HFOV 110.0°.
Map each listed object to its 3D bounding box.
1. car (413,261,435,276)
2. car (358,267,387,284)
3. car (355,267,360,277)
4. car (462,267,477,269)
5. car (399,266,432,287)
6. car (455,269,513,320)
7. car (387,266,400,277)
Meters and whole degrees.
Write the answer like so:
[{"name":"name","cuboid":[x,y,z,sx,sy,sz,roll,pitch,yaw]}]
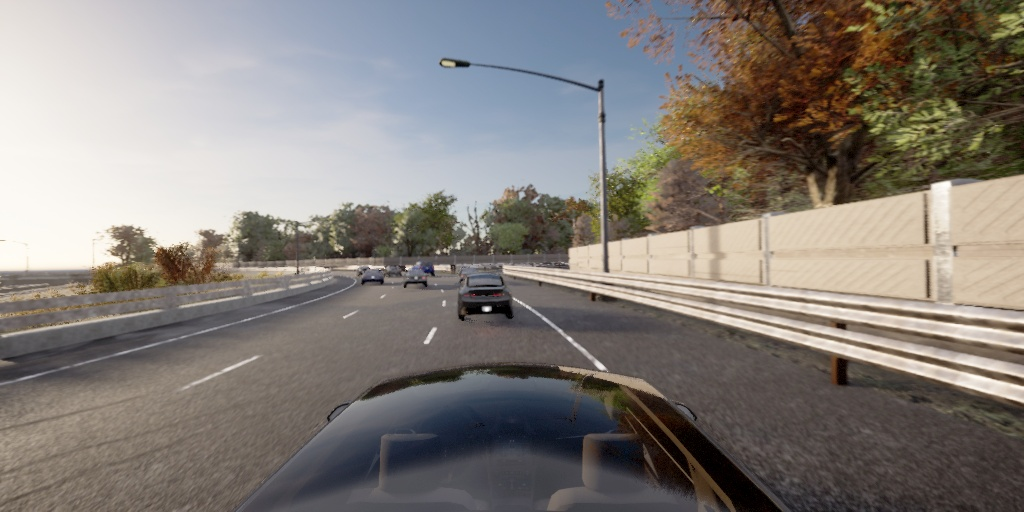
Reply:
[{"name":"car","cuboid":[-12.364,1.771,49.819,2.150,2.045,5.566,-1,-1,-26]},{"name":"car","cuboid":[-13.530,1.971,34.927,1.994,1.385,4.181,-1,-1,-20]},{"name":"car","cuboid":[-21.443,2.267,51.793,1.837,1.490,4.892,-1,-1,-30]},{"name":"car","cuboid":[-3.790,1.717,31.953,2.033,1.411,5.357,-1,-1,-9]},{"name":"car","cuboid":[-8.056,1.783,29.839,2.033,1.411,5.357,-1,-1,-16]},{"name":"car","cuboid":[-1.071,1.411,13.541,1.837,1.490,4.892,-1,0,-7]},{"name":"car","cuboid":[-16.989,2.152,51.007,2.128,1.511,4.902,-1,-1,-28]}]
